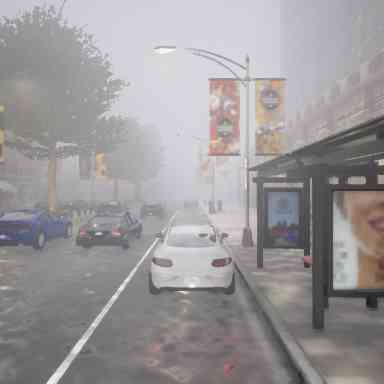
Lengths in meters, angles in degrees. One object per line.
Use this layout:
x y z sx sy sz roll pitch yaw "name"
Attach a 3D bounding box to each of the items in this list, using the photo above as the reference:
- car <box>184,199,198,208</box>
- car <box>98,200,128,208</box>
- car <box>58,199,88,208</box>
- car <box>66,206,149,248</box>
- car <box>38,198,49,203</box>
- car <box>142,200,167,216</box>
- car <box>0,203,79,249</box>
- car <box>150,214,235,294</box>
-0.146 1.594 47.903 1.895 1.301 4.718 0 0 0 "car"
-6.895 1.485 29.605 1.882 1.535 5.008 0 0 0 "car"
-14.895 1.602 42.605 2.033 1.411 5.357 0 0 0 "car"
-3.395 1.563 14.605 2.033 1.411 5.357 0 0 0 "car"
-18.395 1.560 42.605 1.837 1.490 4.892 0 0 0 "car"
-3.395 1.517 29.605 1.837 1.490 4.892 0 0 0 "car"
-6.895 1.485 14.605 1.882 1.535 5.008 0 0 0 "car"
0.003 1.525 8.650 1.812 1.442 4.674 0 0 0 "car"
